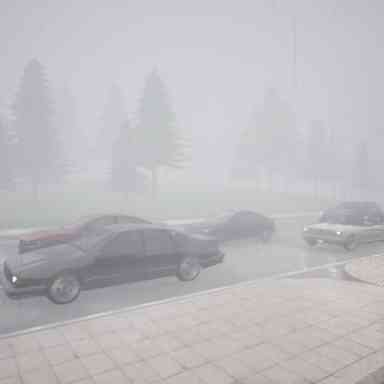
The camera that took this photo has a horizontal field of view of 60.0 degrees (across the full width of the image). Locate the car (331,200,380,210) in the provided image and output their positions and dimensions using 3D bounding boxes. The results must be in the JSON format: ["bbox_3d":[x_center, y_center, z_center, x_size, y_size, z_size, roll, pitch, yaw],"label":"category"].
[{"bbox_3d":[9.820,1.334,20.481,4.553,1.767,2.097,0,0,-34],"label":"car"}]

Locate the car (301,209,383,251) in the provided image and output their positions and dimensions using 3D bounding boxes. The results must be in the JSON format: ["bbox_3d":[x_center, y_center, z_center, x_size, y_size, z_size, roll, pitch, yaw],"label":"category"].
[{"bbox_3d":[6.770,1.588,14.095,4.718,1.301,1.895,0,0,-34],"label":"car"}]

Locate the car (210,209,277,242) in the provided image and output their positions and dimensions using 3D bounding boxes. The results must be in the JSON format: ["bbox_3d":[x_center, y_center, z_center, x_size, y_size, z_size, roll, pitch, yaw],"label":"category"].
[{"bbox_3d":[1.811,1.508,14.863,4.674,1.442,1.812,0,0,-35],"label":"car"}]

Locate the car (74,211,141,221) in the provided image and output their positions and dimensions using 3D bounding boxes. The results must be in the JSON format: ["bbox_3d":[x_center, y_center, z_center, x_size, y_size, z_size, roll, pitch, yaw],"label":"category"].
[{"bbox_3d":[-3.183,1.460,11.471,5.008,1.535,1.882,0,0,-35],"label":"car"}]

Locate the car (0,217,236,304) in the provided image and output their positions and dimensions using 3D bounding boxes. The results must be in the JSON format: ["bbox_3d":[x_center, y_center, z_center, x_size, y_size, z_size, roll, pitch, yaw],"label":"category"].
[{"bbox_3d":[-1.653,1.536,8.264,5.357,1.411,2.033,0,0,-35],"label":"car"}]
